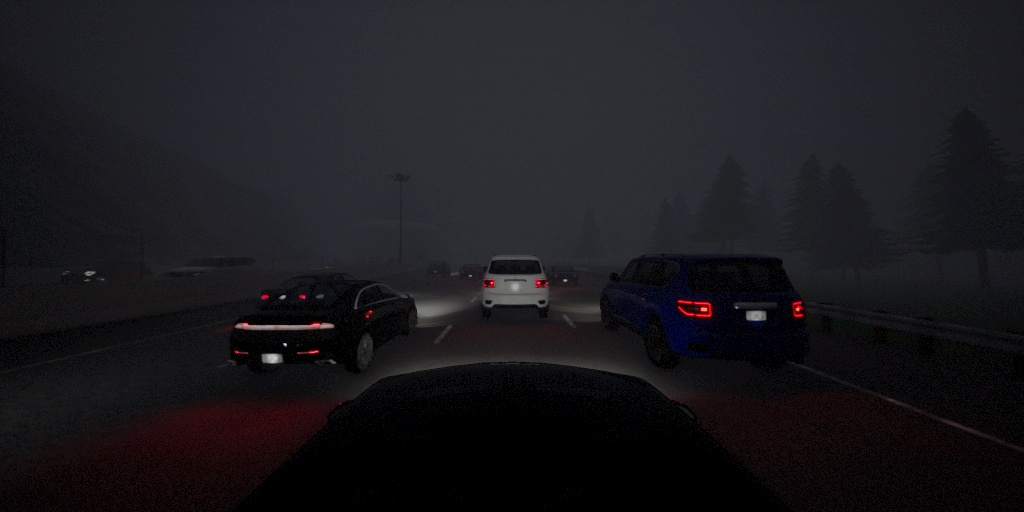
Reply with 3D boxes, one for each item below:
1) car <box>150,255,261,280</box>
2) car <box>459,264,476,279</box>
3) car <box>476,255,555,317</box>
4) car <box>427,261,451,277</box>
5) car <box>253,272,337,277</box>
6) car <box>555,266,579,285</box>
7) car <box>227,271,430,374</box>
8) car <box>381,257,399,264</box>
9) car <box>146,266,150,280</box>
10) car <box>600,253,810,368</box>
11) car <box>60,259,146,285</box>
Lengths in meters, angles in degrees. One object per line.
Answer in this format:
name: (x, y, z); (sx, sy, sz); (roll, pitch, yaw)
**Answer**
car: (-17.618, 0.978, 21.435); (2.150, 2.045, 5.566); (0, 0, 0)
car: (-3.515, 1.359, 31.943); (1.895, 1.301, 4.718); (0, 0, -1)
car: (0.096, 0.975, 13.274); (2.150, 2.045, 5.566); (0, 0, 0)
car: (-7.136, 1.251, 35.360); (2.128, 1.511, 4.902); (0, 0, -2)
car: (-6.904, 1.300, 13.370); (2.033, 1.411, 5.357); (0, 0, 0)
car: (3.575, 1.358, 26.364); (1.895, 1.301, 4.718); (0, 0, 0)
car: (-3.404, 1.243, 7.518); (2.128, 1.511, 4.902); (0, 0, 0)
car: (-20.659, 1.118, 61.940); (2.097, 1.767, 4.553); (0, 0, -9)
car: (-21.136, 1.319, 23.908); (1.994, 1.385, 4.181); (0, 0, 0)
car: (3.598, 0.973, 7.967); (2.150, 2.045, 5.566); (0, 0, 0)
car: (-28.141, 1.107, 25.095); (2.097, 1.767, 4.553); (0, 0, 0)
